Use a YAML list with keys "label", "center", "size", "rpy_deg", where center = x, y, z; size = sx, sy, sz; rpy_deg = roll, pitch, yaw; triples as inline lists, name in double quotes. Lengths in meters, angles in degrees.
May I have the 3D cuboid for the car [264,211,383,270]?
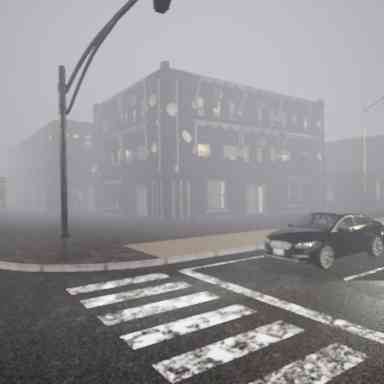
- label: "car"
  center: [4.443, 1.413, 10.855]
  size: [4.902, 1.511, 2.128]
  rpy_deg: [-1, 0, -36]
